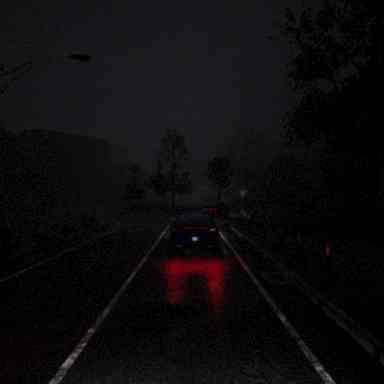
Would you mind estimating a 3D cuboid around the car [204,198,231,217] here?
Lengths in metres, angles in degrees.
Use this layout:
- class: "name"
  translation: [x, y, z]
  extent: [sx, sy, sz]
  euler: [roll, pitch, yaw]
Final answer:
- class: "car"
  translation: [2.161, 1.617, 30.313]
  extent: [1.837, 1.490, 4.892]
  euler: [-1, 1, 20]

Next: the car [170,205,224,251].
- class: "car"
  translation: [0.111, 1.542, 14.385]
  extent: [1.882, 1.535, 5.008]
  euler: [0, 0, 0]
